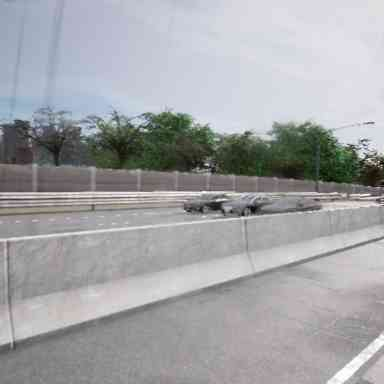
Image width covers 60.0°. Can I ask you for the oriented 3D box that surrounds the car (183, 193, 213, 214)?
[{"bbox_3d":[1.459,0.825,25.321,4.892,1.490,1.837,0,2,-43],"label":"car"}]

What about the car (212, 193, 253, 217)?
[{"bbox_3d":[4.031,0.930,22.937,4.902,1.511,2.128,0,2,-43],"label":"car"}]

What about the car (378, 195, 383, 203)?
[{"bbox_3d":[31.574,1.131,53.555,4.902,1.511,2.128,2,1,-43],"label":"car"}]

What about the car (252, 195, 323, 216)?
[{"bbox_3d":[6.065,1.037,20.049,5.008,1.535,1.882,0,2,-43],"label":"car"}]
